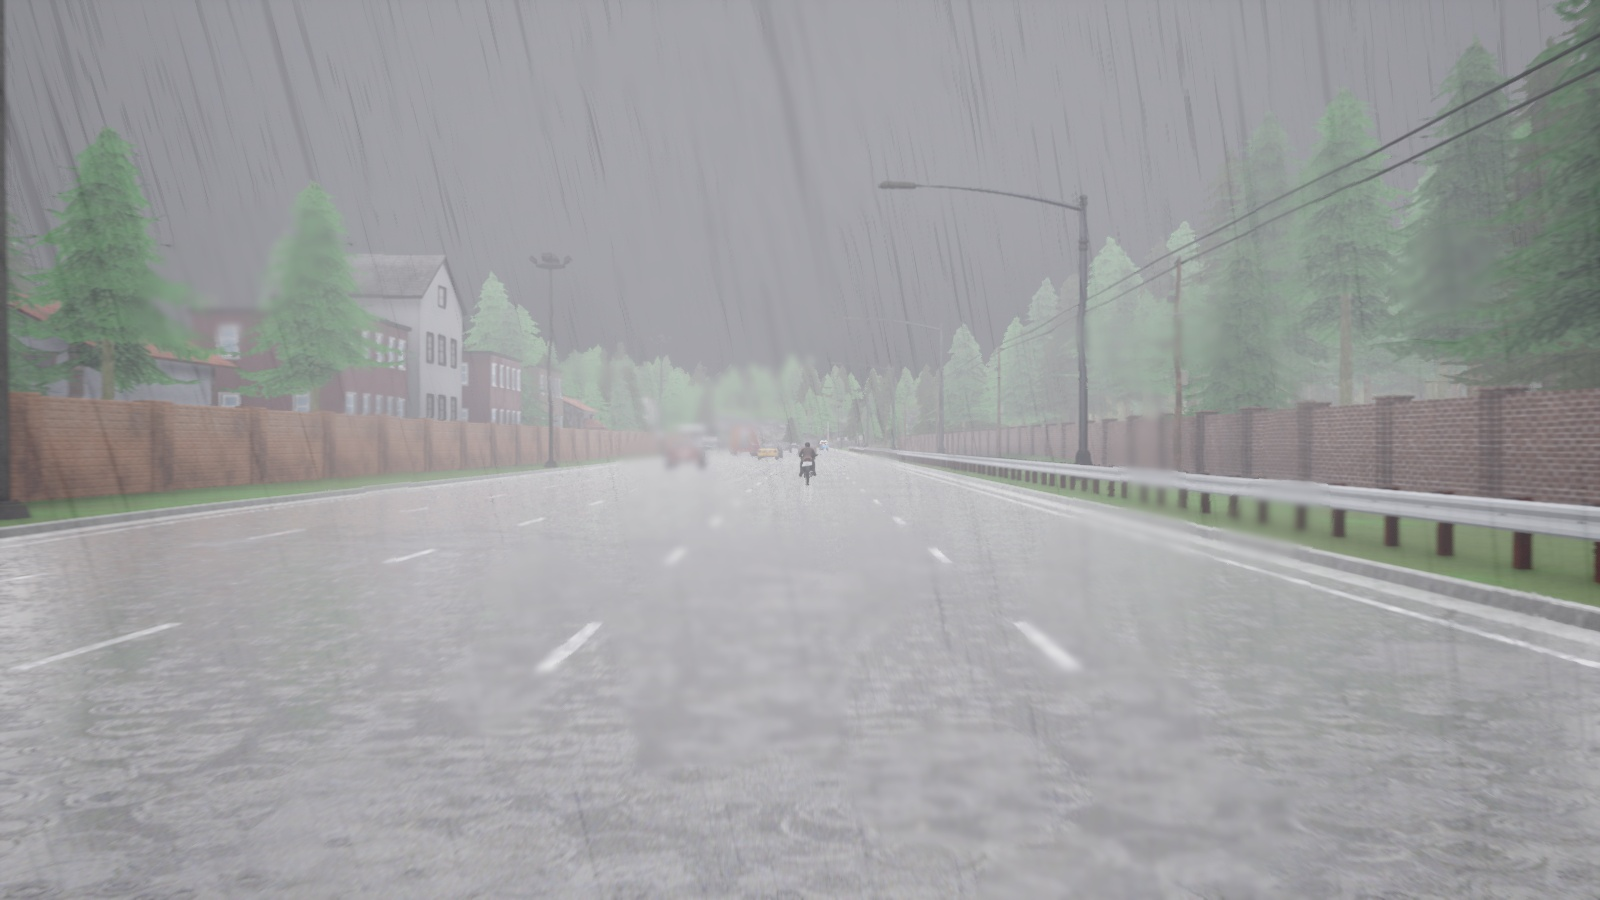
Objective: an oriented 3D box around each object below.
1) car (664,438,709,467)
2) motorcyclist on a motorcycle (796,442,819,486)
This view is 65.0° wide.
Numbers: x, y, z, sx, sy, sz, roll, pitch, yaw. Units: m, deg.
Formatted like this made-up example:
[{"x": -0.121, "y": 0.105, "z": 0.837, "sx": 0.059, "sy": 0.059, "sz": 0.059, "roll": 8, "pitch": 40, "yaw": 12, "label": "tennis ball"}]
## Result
[{"x": -6.568, "y": 0.111, "z": 73.405, "sx": 2.152, "sy": 1.651, "sz": 5.027, "roll": 0, "pitch": 0, "yaw": 0, "label": "car"}, {"x": 0.268, "y": 0.481, "z": 44.455, "sx": 0.797, "sy": 1.523, "sz": 2.044, "roll": 0, "pitch": 0, "yaw": 0, "label": "motorcyclist on a motorcycle"}]
